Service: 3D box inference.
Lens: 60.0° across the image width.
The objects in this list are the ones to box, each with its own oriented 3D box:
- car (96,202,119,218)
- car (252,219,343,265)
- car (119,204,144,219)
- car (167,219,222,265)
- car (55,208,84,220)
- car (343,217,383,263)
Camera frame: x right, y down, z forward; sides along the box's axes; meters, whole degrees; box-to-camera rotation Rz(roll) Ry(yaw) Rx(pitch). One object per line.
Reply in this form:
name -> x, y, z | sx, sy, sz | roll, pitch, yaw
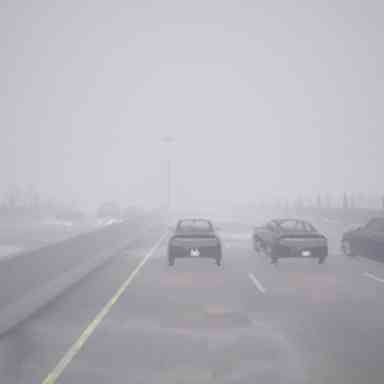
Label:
car -> -10.649, 2.291, 43.013 | 2.150, 2.045, 5.566 | 0, -1, -1
car -> 3.595, 1.792, 12.920 | 2.128, 1.511, 4.902 | 0, -1, 0
car -> -7.146, 2.361, 40.681 | 2.097, 1.767, 4.553 | 0, -1, 0
car -> 0.095, 1.791, 12.907 | 2.128, 1.511, 4.902 | 0, -1, 0
car -> -14.114, 2.555, 38.513 | 1.895, 1.301, 4.718 | 0, -1, 0
car -> 7.094, 1.620, 11.627 | 2.097, 1.767, 4.553 | 0, -1, 0
